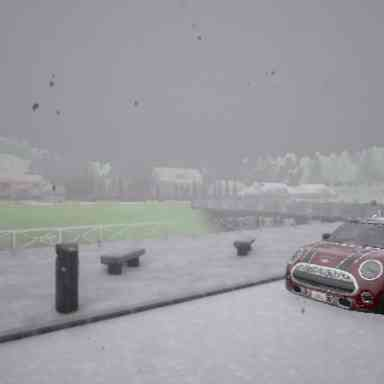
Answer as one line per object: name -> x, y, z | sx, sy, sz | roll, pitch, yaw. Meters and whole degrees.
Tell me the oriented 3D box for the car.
car -> 4.238, 1.391, 7.630 | 4.553, 1.767, 2.097 | 0, 0, -36
